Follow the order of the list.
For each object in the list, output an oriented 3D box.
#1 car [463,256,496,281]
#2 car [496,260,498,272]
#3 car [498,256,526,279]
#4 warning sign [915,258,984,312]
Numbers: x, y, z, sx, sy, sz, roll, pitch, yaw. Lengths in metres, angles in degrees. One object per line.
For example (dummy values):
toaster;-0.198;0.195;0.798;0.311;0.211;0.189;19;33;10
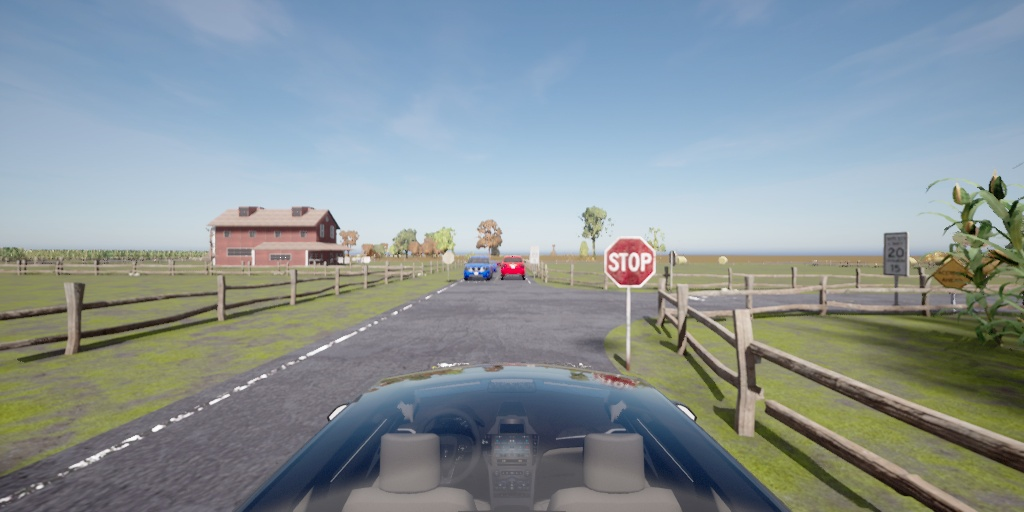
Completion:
car;-2.854;1.037;31.246;2.150;2.045;5.566;0;0;0
car;-2.854;1.321;45.071;1.882;1.535;5.008;0;1;0
car;0.091;1.045;33.567;2.150;2.045;5.566;0;0;0
warning sign;15.865;1.001;12.897;1.060;1.860;1.300;0;0;0
